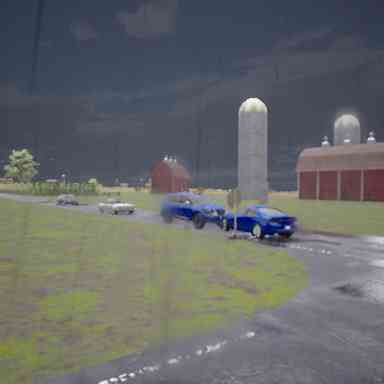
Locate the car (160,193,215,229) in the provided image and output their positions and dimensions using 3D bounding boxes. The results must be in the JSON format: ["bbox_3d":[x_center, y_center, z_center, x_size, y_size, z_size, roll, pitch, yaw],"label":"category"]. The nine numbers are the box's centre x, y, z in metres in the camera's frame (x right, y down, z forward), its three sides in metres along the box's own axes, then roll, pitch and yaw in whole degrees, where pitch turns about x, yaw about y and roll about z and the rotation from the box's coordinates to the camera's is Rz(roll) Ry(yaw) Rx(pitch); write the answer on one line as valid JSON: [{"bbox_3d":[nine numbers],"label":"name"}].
[{"bbox_3d":[0.089,1.130,21.527,2.150,2.045,5.566,1,1,-38],"label":"car"}]

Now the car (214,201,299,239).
[{"bbox_3d":[3.354,1.459,17.485,1.882,1.535,5.008,0,1,-25],"label":"car"}]

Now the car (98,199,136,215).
[{"bbox_3d":[-7.022,1.355,30.837,1.895,1.301,4.718,0,1,-37],"label":"car"}]

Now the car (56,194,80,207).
[{"bbox_3d":[-15.976,1.057,42.747,1.837,1.490,4.892,0,0,-37],"label":"car"}]
